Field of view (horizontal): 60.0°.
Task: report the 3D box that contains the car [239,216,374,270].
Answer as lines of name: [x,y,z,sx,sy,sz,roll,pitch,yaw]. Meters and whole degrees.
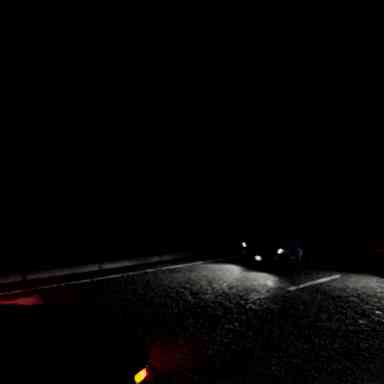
car: [4.070,1.523,11.221,5.357,1.411,2.033,0,0,-36]

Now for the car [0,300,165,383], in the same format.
car: [-2.799,1.552,1.990,5.357,1.411,2.033,0,0,-35]
